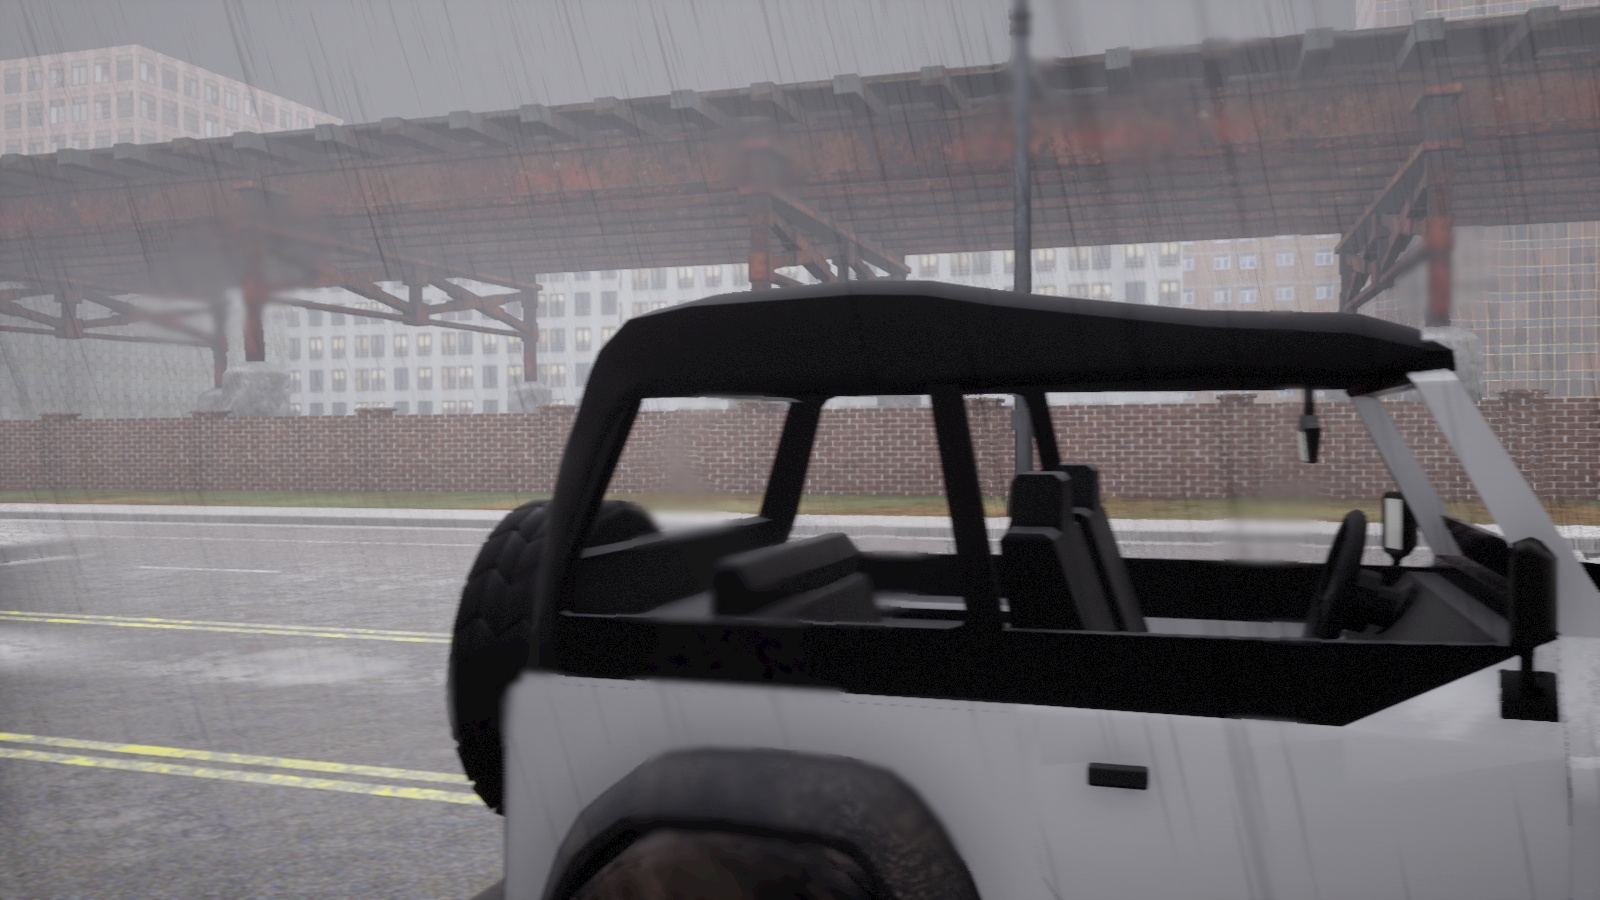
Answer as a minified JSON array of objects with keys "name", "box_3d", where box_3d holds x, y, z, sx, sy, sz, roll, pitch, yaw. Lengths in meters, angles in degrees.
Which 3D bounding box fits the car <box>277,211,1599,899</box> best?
[{"name":"car","box_3d":[1.085,0.584,2.825,3.866,1.878,1.905,0,1,19]}]
